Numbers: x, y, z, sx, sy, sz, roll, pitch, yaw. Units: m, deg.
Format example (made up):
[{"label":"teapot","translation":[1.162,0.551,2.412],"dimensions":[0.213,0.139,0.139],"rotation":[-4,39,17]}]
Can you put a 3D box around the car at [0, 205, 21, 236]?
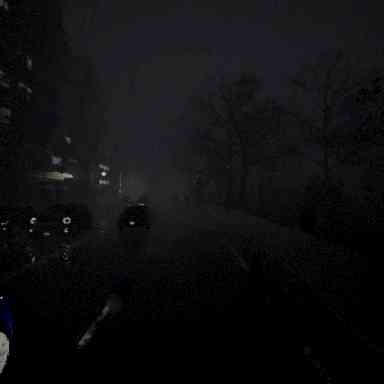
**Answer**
[{"label":"car","translation":[-9.987,1.500,18.535],"dimensions":[1.837,1.490,4.892],"rotation":[0,0,-1]}]

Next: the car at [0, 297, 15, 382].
[{"label":"car","translation":[-3.151,1.477,2.177],"dimensions":[1.882,1.535,5.008],"rotation":[0,0,0]}]

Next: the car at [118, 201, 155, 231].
[{"label":"car","translation":[-3.325,1.519,20.497],"dimensions":[1.812,1.442,4.674],"rotation":[0,0,-1]}]

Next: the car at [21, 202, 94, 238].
[{"label":"car","translation":[-6.721,1.347,17.549],"dimensions":[2.097,1.767,4.553],"rotation":[0,0,-1]}]

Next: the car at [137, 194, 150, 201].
[{"label":"car","translation":[-8.658,1.321,59.833],"dimensions":[2.097,1.767,4.553],"rotation":[0,0,-4]}]

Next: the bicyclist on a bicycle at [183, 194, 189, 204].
[{"label":"bicyclist on a bicycle","translation":[-0.718,1.341,53.243],"dimensions":[0.659,1.776,1.843],"rotation":[0,0,-4]}]

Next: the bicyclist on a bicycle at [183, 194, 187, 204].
[{"label":"bicyclist on a bicycle","translation":[-1.391,1.332,62.294],"dimensions":[0.659,1.776,1.843],"rotation":[0,0,-5]}]

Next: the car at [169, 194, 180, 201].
[{"label":"car","translation":[-3.848,1.446,79.108],"dimensions":[1.837,1.490,4.892],"rotation":[0,0,-6]}]

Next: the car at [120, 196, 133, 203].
[{"label":"car","translation":[-11.982,1.449,60.668],"dimensions":[1.882,1.535,5.008],"rotation":[0,0,-4]}]
